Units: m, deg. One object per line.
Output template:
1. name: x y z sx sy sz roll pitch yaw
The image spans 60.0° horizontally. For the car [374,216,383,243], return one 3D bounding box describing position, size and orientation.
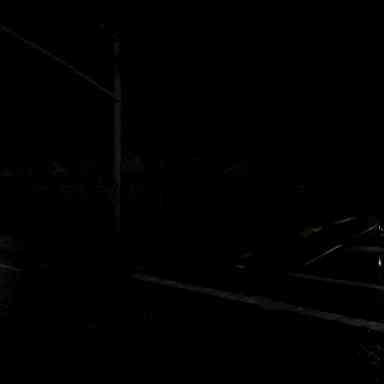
1. car: 9.680 1.466 15.217 1.837 1.490 4.892 0 0 35
